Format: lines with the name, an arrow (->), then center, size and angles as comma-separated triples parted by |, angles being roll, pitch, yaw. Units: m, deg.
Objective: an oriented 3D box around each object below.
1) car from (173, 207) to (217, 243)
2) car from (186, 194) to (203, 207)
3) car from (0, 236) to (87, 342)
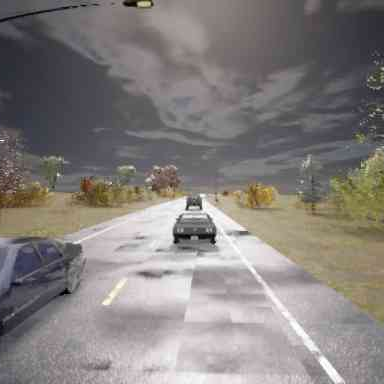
car -> 0.124, 1.643, 16.189 | 1.895, 1.301, 4.718 | 0, 0, 0
car -> 0.315, 1.349, 46.434 | 2.150, 2.045, 5.566 | 0, 0, 1
car -> -3.536, 1.562, 6.013 | 2.033, 1.411, 5.357 | 0, 0, 1
